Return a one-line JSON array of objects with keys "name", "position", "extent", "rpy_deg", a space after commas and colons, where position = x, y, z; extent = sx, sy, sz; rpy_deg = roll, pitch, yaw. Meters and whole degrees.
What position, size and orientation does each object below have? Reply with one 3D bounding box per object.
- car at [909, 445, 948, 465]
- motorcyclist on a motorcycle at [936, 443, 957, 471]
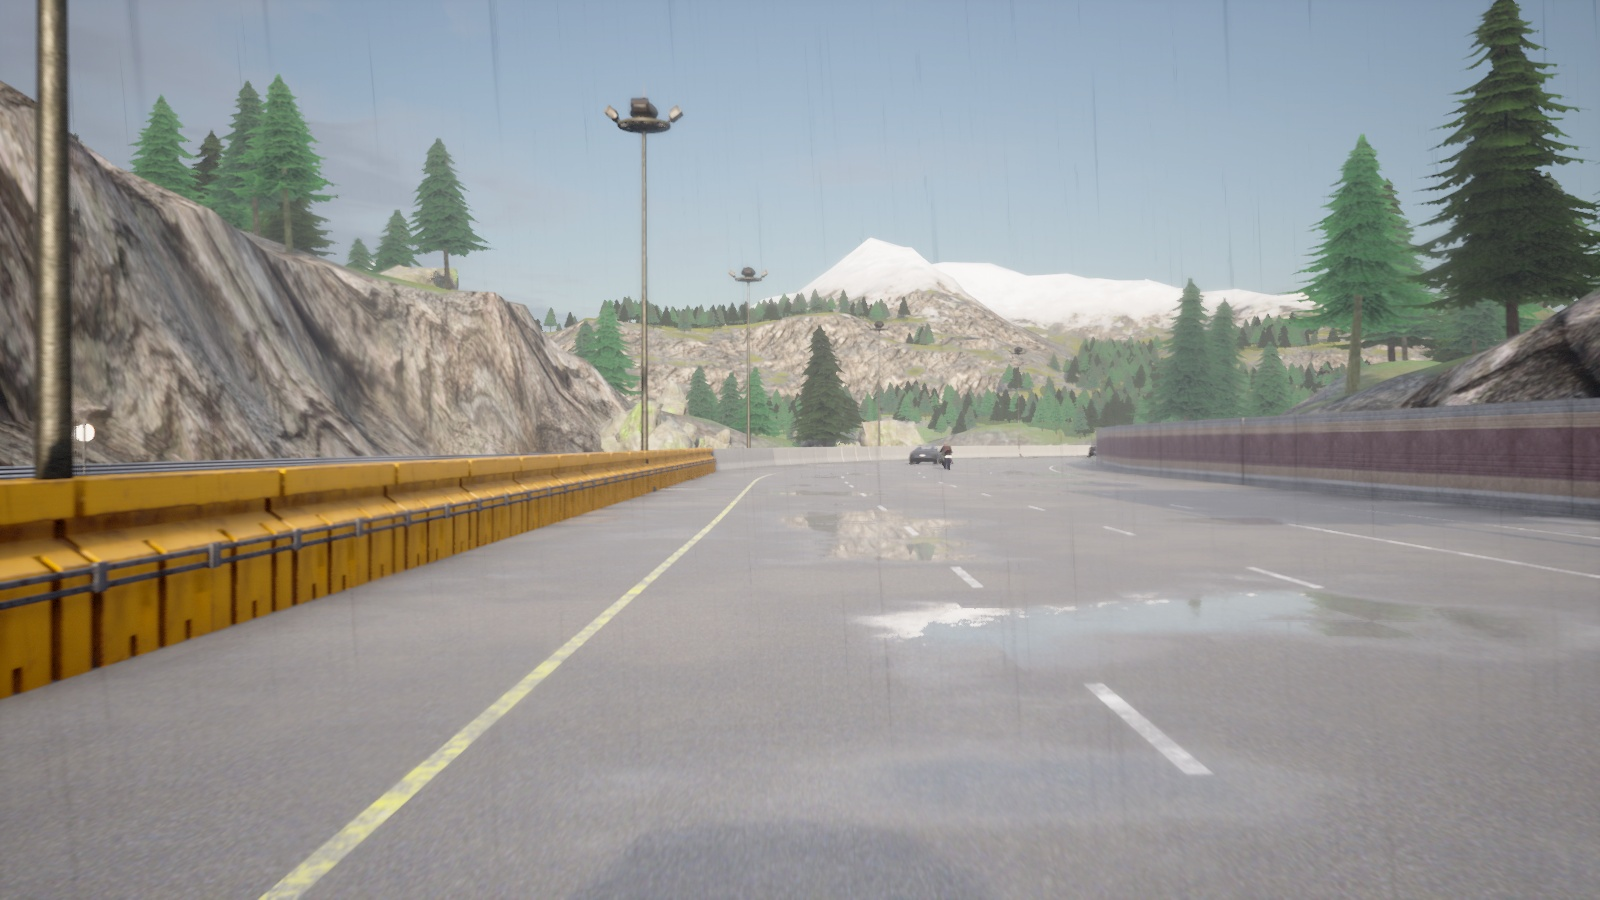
[{"name": "car", "position": [8.876, 0.329, 86.704], "extent": [1.994, 1.385, 4.181], "rpy_deg": [0, 0, 16]}, {"name": "motorcyclist on a motorcycle", "position": [8.133, 0.394, 69.847], "extent": [0.866, 1.530, 2.191], "rpy_deg": [0, 0, 0]}]
